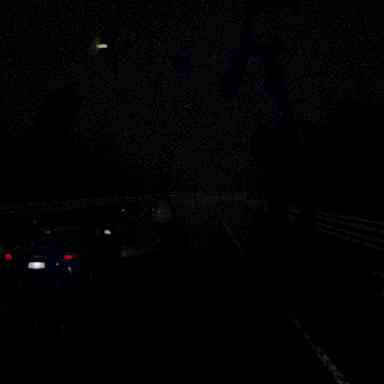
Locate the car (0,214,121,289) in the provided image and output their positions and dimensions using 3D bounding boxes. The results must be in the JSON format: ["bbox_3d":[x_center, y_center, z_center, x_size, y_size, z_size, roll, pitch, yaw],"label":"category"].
[{"bbox_3d":[-3.286,1.534,9.124,1.994,1.385,4.181,0,0,1],"label":"car"}]

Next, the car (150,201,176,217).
[{"bbox_3d":[-2.553,1.499,30.363,1.895,1.301,4.718,0,0,3],"label":"car"}]

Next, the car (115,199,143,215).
[{"bbox_3d":[-5.969,1.381,31.950,2.128,1.511,4.902,0,0,3],"label":"car"}]

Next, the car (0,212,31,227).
[{"bbox_3d":[-6.737,1.438,11.601,1.882,1.535,5.008,0,0,1],"label":"car"}]
